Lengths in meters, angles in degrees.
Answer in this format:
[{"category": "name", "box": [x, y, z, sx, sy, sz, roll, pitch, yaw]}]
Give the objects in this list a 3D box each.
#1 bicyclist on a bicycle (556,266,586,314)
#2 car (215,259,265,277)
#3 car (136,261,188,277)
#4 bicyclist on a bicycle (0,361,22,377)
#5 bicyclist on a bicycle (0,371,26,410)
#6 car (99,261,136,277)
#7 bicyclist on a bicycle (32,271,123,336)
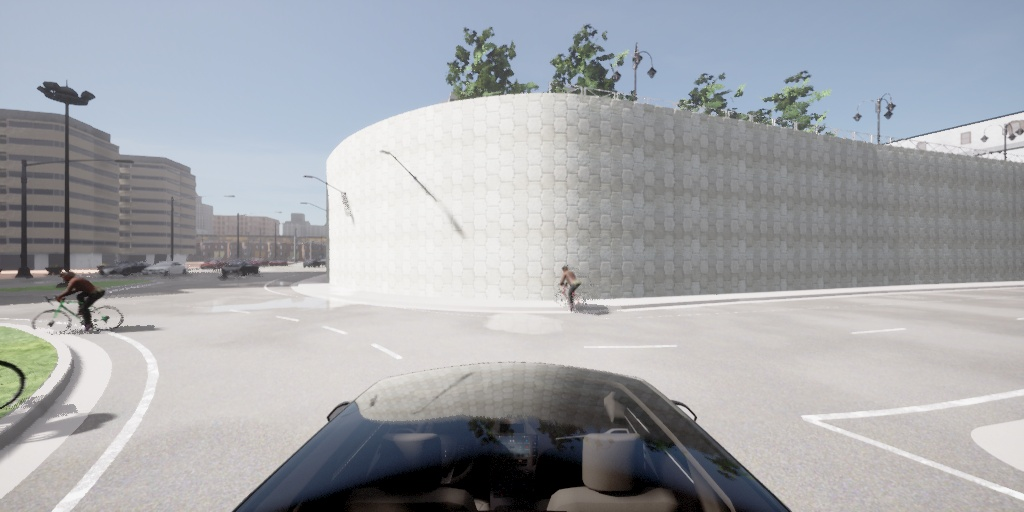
[{"category": "bicyclist on a bicycle", "box": [2.035, 1.173, 12.671, 0.582, 1.620, 1.656, -8, 7, -30]}, {"category": "car", "box": [-27.251, 1.257, 36.119, 2.128, 1.511, 4.902, 0, 0, -18]}, {"category": "car", "box": [-34.960, 1.294, 36.275, 1.812, 1.442, 4.674, 0, 0, -16]}, {"category": "bicyclist on a bicycle", "box": [-6.426, 1.095, 3.712, 0.582, 1.620, 1.656, 1, 2, 31]}, {"category": "bicyclist on a bicycle", "box": [-1.287, 1.207, 0.326, 0.582, 1.620, 1.656, 1, 2, 4]}, {"category": "car", "box": [-38.473, 1.261, 35.845, 2.128, 1.511, 4.902, 0, 0, -16]}, {"category": "bicyclist on a bicycle", "box": [-11.143, 1.210, 9.218, 1.656, 1.620, 0.582, -2, 1, -26]}]
